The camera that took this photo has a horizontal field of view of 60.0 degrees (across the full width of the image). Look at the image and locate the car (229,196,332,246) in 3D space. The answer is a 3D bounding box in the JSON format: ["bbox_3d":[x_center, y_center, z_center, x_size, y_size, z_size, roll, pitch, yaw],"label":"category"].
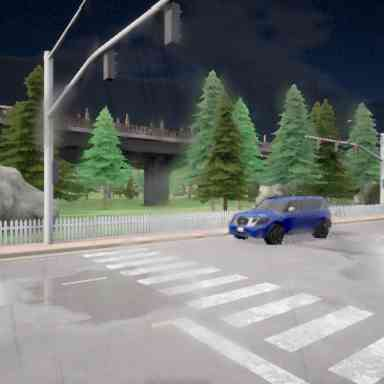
[{"bbox_3d":[4.300,1.223,15.634,5.566,2.045,2.150,0,0,-35],"label":"car"}]
